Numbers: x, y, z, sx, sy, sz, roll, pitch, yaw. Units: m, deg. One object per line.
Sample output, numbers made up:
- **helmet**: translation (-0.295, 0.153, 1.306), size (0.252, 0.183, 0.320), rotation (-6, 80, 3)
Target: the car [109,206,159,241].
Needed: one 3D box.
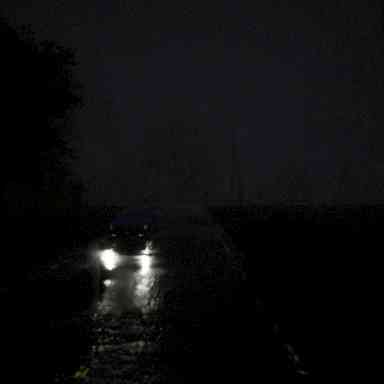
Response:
- **car**: translation (-2.824, 1.492, 16.889), size (1.882, 1.535, 5.008), rotation (0, 0, 0)
